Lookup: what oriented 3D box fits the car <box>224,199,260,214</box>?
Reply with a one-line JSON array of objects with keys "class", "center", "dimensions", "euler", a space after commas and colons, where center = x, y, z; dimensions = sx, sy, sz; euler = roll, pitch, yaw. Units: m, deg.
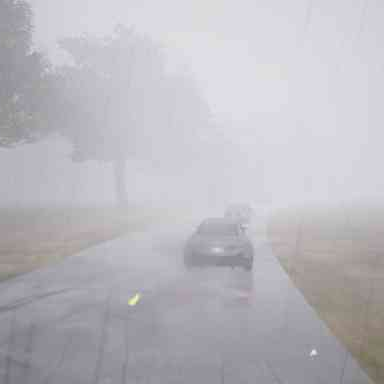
[{"class": "car", "center": [3.302, 1.441, 23.300], "dimensions": [2.033, 1.411, 5.357], "euler": [0, 0, 16]}]

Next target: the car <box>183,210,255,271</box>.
[{"class": "car", "center": [0.941, 1.515, 10.838], "dimensions": [1.994, 1.385, 4.181], "euler": [0, 0, 8]}]

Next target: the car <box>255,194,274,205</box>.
[{"class": "car", "center": [10.859, 1.045, 49.745], "dimensions": [1.837, 1.490, 4.892], "euler": [0, 1, 31]}]
